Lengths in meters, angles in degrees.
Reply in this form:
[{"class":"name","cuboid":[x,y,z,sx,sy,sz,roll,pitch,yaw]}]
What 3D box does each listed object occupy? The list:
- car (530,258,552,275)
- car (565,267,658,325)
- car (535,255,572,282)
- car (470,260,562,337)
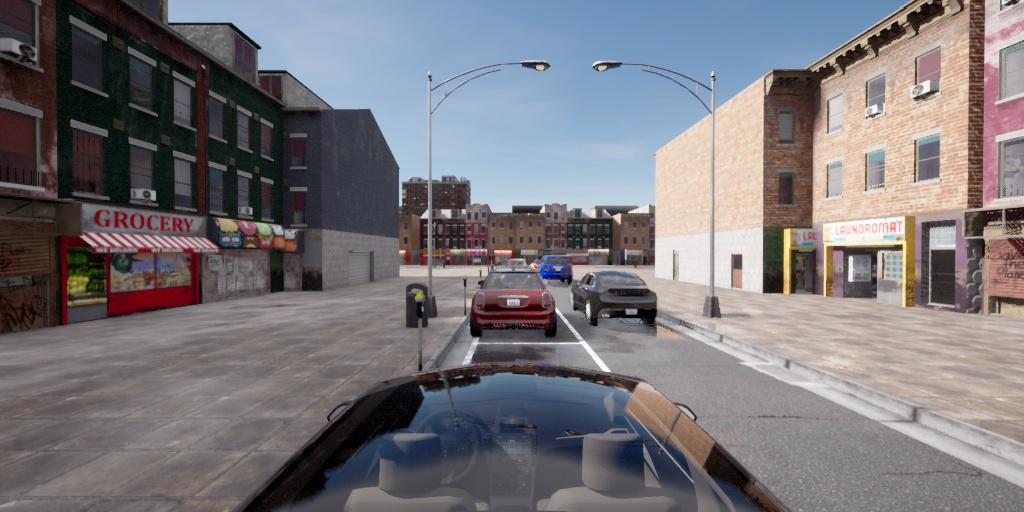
[{"class":"car","cuboid":[3.118,1.114,39.454,2.097,1.767,4.553,0,0,0]},{"class":"car","cuboid":[3.119,1.251,11.765,1.837,1.490,4.892,0,-1,0]},{"class":"car","cuboid":[3.020,0.976,26.016,2.150,2.045,5.566,0,0,0]},{"class":"car","cuboid":[0.033,1.102,10.471,2.097,1.767,4.553,0,0,0]}]
